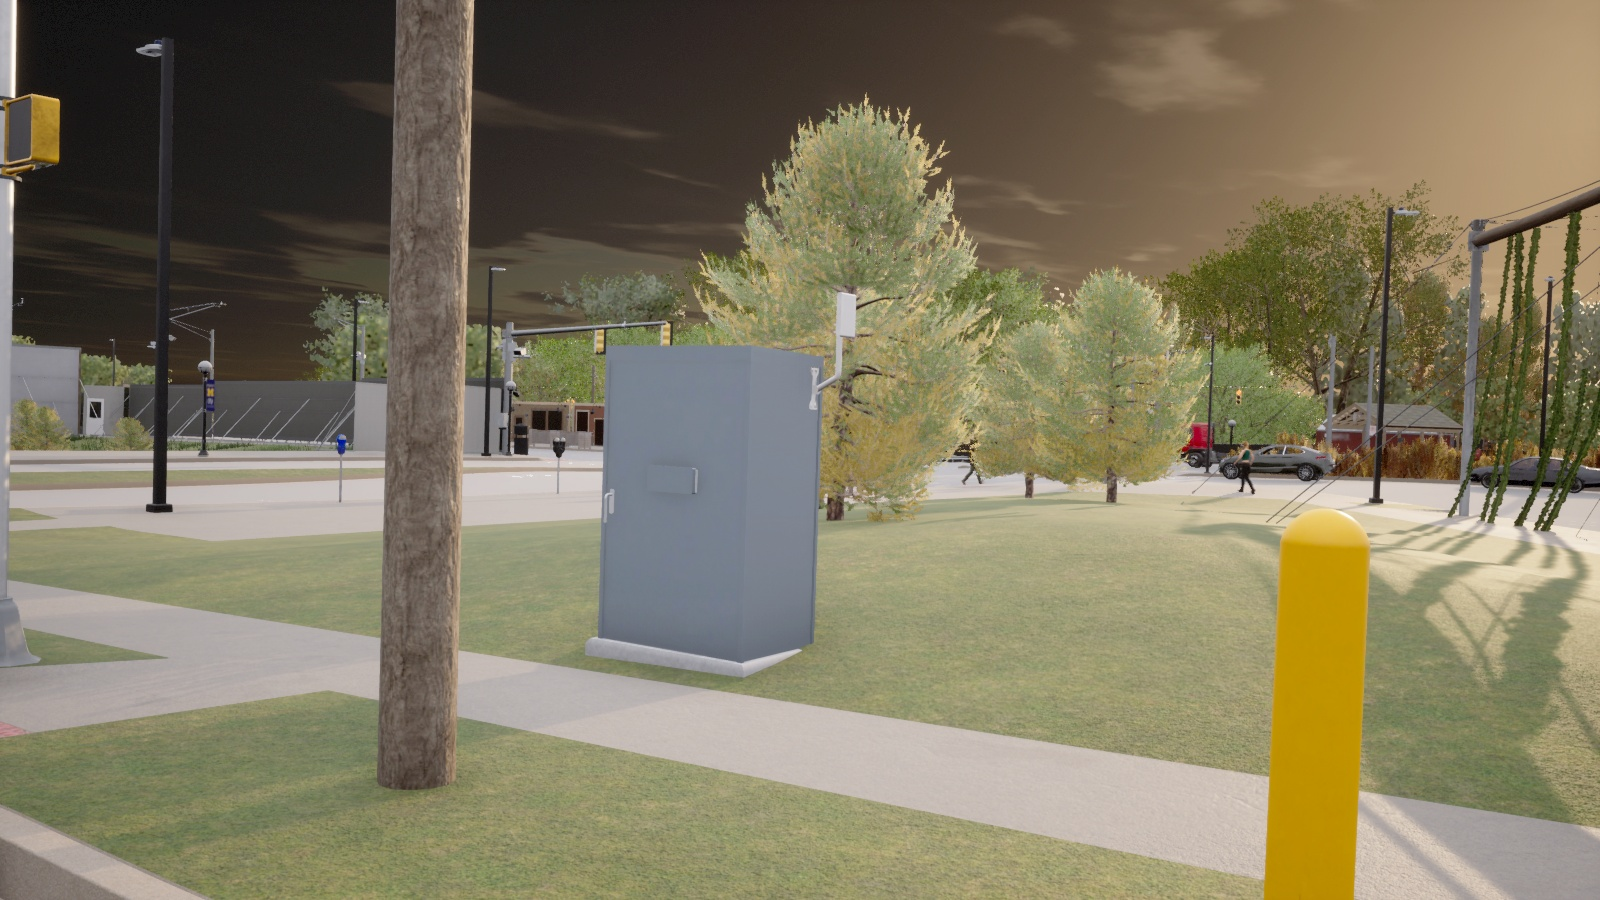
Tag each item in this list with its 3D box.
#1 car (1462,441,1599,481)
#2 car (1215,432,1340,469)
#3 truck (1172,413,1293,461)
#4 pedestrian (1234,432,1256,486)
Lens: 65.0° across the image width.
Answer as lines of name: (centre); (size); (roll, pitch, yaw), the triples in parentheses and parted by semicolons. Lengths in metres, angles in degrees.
car: (30.597, 0.424, 52.044); (5.357, 1.411, 2.033); (2, 3, 34)
car: (22.015, 0.016, 57.931); (5.027, 1.651, 2.152); (0, 1, 34)
truck: (31.890, -0.932, 92.777); (7.936, 3.462, 2.891); (0, 1, 36)
pedestrian: (15.308, 0.289, 43.222); (0.345, 1.836, 0.594); (0, 2, -35)
